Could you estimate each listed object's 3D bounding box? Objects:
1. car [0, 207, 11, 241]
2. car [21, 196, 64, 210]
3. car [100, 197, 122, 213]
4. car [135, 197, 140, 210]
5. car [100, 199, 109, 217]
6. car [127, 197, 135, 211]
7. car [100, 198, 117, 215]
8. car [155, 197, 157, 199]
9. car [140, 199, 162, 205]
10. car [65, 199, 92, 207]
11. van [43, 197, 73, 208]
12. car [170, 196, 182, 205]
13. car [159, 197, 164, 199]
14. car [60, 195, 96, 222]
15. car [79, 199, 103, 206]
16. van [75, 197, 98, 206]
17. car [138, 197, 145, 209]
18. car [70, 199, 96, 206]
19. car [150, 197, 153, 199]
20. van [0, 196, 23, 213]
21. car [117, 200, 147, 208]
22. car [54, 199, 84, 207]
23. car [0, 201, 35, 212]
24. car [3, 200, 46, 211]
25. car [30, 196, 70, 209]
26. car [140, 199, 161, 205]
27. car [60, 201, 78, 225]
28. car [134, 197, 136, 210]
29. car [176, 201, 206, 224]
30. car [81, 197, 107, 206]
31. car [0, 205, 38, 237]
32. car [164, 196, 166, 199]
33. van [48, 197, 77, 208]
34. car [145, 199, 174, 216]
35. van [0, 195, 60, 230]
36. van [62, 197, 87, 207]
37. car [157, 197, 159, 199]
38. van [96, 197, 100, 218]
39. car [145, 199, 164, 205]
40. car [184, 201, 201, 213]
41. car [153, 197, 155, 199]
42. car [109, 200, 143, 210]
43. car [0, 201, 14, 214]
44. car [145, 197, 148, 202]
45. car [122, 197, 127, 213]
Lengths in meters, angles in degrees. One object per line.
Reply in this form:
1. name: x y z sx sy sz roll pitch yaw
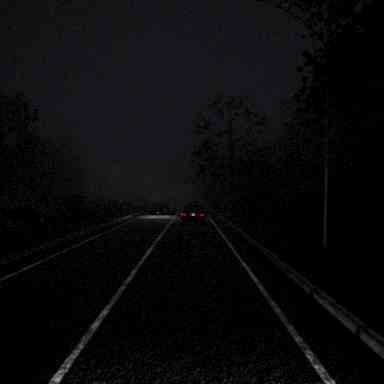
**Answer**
1. car: -10.293 1.516 13.232 4.792 1.488 2.163 0 0 0
2. car: -23.362 1.700 52.176 5.566 2.045 2.435 0 -1 0
3. car: -10.284 1.556 35.424 4.553 1.767 2.185 0 -1 0
4. car: -10.319 1.861 46.525 4.892 1.521 2.231 0 -1 0
5. car: -10.320 1.632 29.869 4.674 1.452 2.002 0 -1 0
6. car: -10.129 1.768 40.973 5.366 1.575 1.946 0 -1 0
7. car: -10.311 1.636 32.646 5.008 1.535 2.097 0 -1 0
8. car: -10.299 2.228 68.732 4.892 1.521 2.231 0 -1 0
9. car: -10.486 2.617 85.373 5.366 1.575 1.946 0 -1 0
10. car: -23.414 2.258 68.787 4.792 1.488 2.163 0 -1 0
11. van: -23.272 1.815 57.715 4.442 1.987 1.878 0 -1 0
12. car: -3.390 2.249 77.347 1.837 1.490 4.892 0 -1 0
13. car: -10.116 2.479 79.823 5.366 1.575 1.946 0 -1 0
14. car: -10.348 1.251 24.322 5.566 2.045 2.435 0 -1 0
15. car: -23.354 2.444 77.089 4.792 1.488 2.163 0 -1 0
16. van: -23.500 2.119 74.202 4.442 1.987 1.878 0 -1 0
17. car: -10.126 1.902 49.301 5.366 1.575 1.946 0 -1 0
18. car: -23.413 2.312 71.426 4.792 1.488 2.163 0 -1 0
19. car: -10.336 2.158 63.180 4.792 1.488 2.163 0 -1 0
20. van: -23.511 1.545 40.970 4.442 1.987 1.878 0 -1 0
21. car: -10.280 2.069 57.628 4.792 1.488 2.163 0 -1 0
22. car: -23.392 2.130 63.250 5.008 1.535 2.097 0 -1 0
23. car: -23.396 1.855 43.736 4.674 1.452 2.002 0 -1 0
24. car: -23.387 1.862 46.631 5.008 1.535 2.097 0 -1 0
25. car: -23.361 1.745 54.946 5.566 2.045 2.435 0 -1 0
26. car: -10.307 2.553 82.598 4.892 1.521 2.231 0 -1 0
27. car: -10.349 1.517 21.568 4.792 1.488 2.163 0 0 0
28. car: -10.307 1.817 43.749 4.892 1.521 2.231 0 -1 0
29. car: 0.087 1.632 25.338 2.033 1.411 5.357 0 0 0
30. car: -23.410 2.232 79.865 5.566 2.045 2.435 0 -1 0
31. car: -10.325 1.527 16.010 4.674 1.452 2.002 0 0 0
32. car: -10.328 2.438 88.155 5.566 2.045 2.435 0 -1 0
33. van: -23.504 1.859 60.485 4.442 1.987 1.878 0 -1 0
34. car: -3.369 1.743 35.685 2.033 1.411 5.357 0 -1 0
35. van: -10.204 1.261 18.786 4.442 1.987 1.878 0 0 0
36. van: -23.278 1.952 66.040 4.442 1.987 1.878 0 -1 0
37. car: -10.490 2.281 71.499 5.366 1.575 1.946 0 -1 0
38. van: -10.202 1.321 27.098 4.442 1.987 1.878 0 -1 0
39. car: -10.304 2.758 90.924 5.008 1.535 2.097 0 -1 0
40. car: 0.068 1.845 42.808 2.033 1.411 5.357 0 -1 0
41. car: -10.337 2.051 65.955 4.553 1.767 2.185 0 -1 0
42. car: -10.281 1.979 52.076 4.792 1.488 2.163 0 -1 0
43. car: -23.393 1.768 38.322 4.674 1.452 2.002 0 -1 0
44. car: -10.280 2.024 54.852 4.792 1.488 2.163 0 -1 0
45. car: -10.284 1.600 38.200 4.553 1.767 2.185 0 -1 0
